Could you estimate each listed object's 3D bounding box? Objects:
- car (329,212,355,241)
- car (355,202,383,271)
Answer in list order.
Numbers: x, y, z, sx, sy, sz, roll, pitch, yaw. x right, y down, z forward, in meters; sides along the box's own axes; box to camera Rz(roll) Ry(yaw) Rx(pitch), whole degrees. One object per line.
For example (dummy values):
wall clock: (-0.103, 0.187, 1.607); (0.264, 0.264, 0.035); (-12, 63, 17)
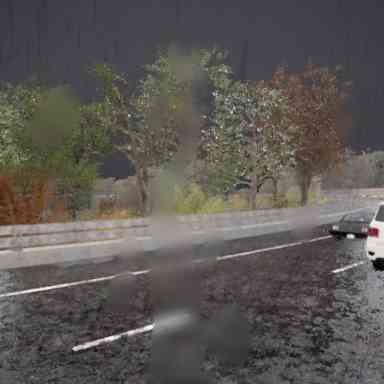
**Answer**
car: (8.323, 1.589, 15.645); (4.718, 1.301, 1.895); (0, 0, -44)
car: (7.176, 1.206, 9.825); (5.566, 2.045, 2.150); (0, 0, -41)
